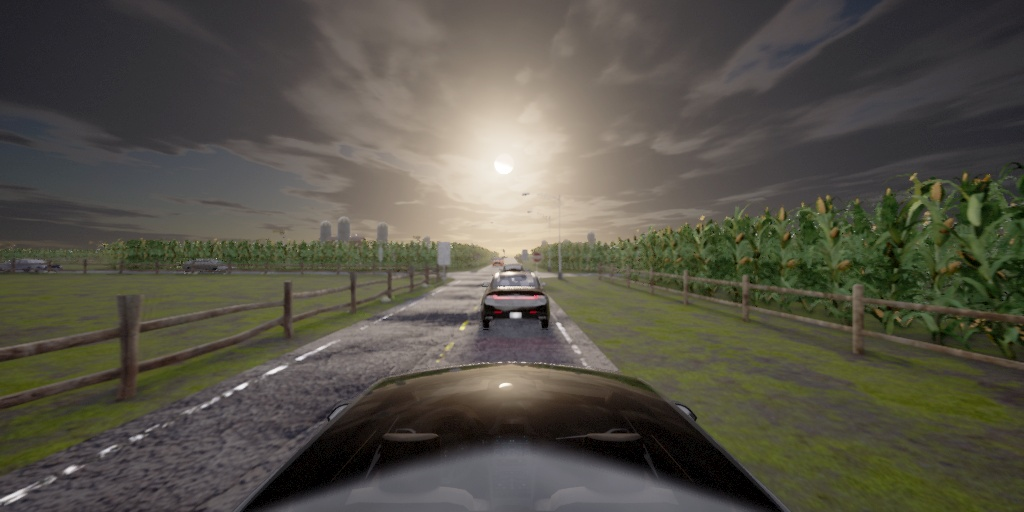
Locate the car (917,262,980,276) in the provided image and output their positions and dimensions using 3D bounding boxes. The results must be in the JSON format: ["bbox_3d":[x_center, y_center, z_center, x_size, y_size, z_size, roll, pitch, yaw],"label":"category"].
[{"bbox_3d":[49.169,1.441,40.454,4.892,1.490,1.837,0,-1,1],"label":"car"}]

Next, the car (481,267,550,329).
[{"bbox_3d":[0.093,1.247,11.215,2.128,1.511,4.902,0,0,0],"label":"car"}]

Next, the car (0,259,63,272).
[{"bbox_3d":[-51.959,1.050,38.641,5.357,1.411,2.033,0,-1,1],"label":"car"}]

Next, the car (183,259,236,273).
[{"bbox_3d":[-32.284,1.064,38.364,4.902,1.511,2.128,0,-1,1],"label":"car"}]

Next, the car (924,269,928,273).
[{"bbox_3d":[43.571,1.553,37.706,4.902,1.511,2.128,1,-1,1],"label":"car"}]

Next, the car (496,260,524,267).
[{"bbox_3d":[0.126,1.265,25.233,1.837,1.490,4.892,0,0,1],"label":"car"}]
